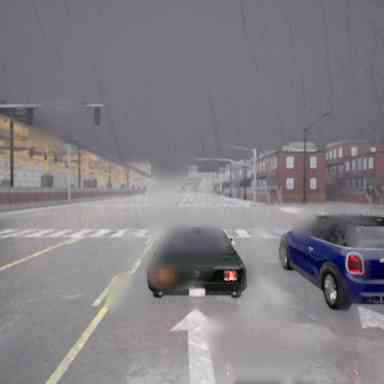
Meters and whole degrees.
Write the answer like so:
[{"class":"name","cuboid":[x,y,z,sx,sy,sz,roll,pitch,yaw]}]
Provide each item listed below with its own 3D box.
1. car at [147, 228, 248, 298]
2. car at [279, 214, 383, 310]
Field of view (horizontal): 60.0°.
[{"class":"car","cuboid":[0.100,1.539,8.315,1.895,1.301,4.718,0,0,0]},{"class":"car","cuboid":[3.599,1.294,7.856,2.097,1.767,4.553,0,0,-1]}]
